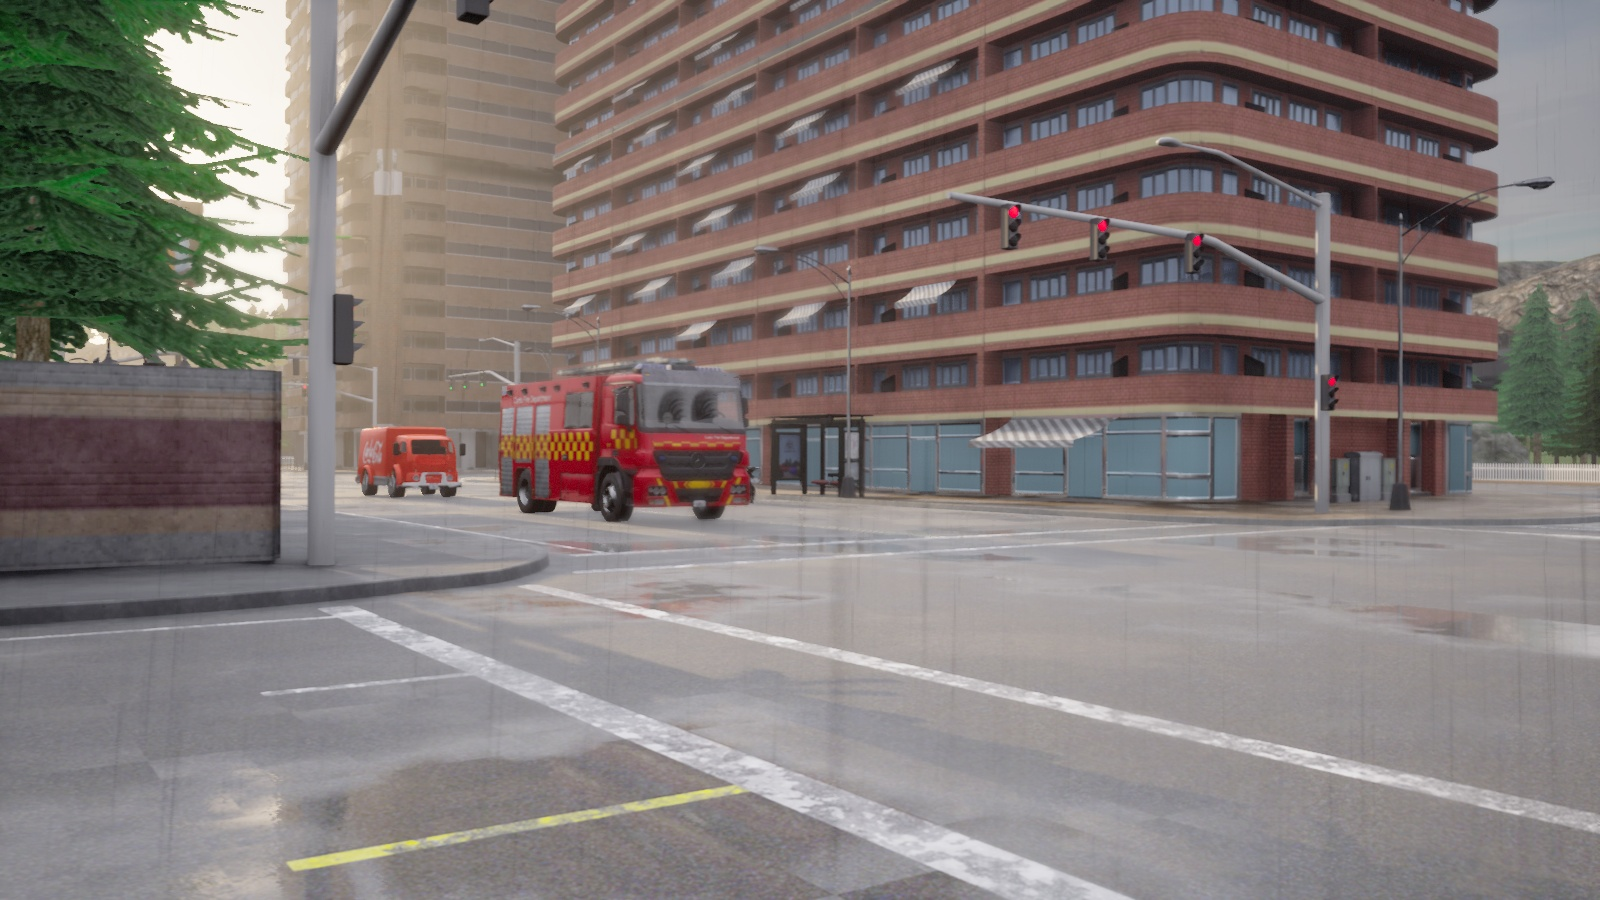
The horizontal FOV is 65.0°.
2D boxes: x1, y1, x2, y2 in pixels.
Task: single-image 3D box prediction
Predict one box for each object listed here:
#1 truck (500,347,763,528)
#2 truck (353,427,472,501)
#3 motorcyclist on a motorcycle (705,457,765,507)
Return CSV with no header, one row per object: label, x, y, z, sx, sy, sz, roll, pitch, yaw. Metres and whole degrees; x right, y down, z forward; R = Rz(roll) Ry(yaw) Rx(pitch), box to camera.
truck,-4.426,-0.250,30.866,2.891,3.827,8.468,0,0,-34
truck,-13.832,0.483,44.593,2.627,2.467,5.204,0,0,-34
motorcyclist on a motorcycle,-2.081,0.983,39.823,0.866,1.530,2.191,0,0,-34
